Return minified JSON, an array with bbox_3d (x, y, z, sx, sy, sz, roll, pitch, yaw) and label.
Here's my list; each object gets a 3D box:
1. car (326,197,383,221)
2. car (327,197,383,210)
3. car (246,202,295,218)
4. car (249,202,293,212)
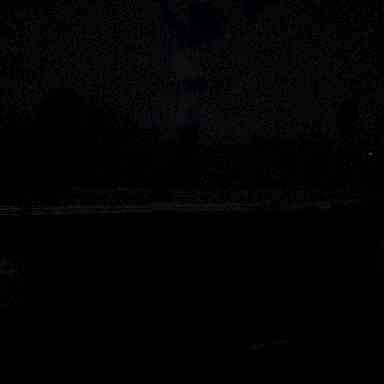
[{"bbox_3d":[15.553,1.521,31.152,5.566,2.045,2.150,0,-1,-21],"label":"car"},{"bbox_3d":[13.344,1.476,26.583,5.566,2.045,2.150,0,-1,-21],"label":"car"},{"bbox_3d":[8.465,1.909,35.957,4.892,1.490,1.837,0,-1,-21],"label":"car"},{"bbox_3d":[7.681,1.922,31.921,4.181,1.385,1.994,0,-1,-21],"label":"car"}]
